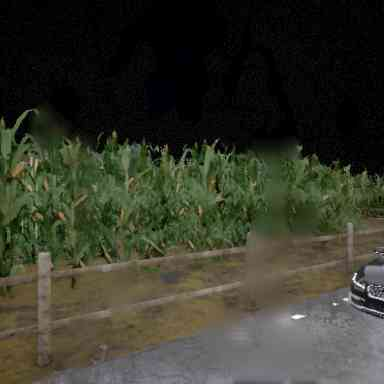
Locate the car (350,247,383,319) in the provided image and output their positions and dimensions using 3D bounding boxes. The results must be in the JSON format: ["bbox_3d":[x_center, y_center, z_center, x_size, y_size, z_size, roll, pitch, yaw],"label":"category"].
[{"bbox_3d":[5.049,1.513,6.559,4.892,1.490,1.837,0,0,-36],"label":"car"}]
